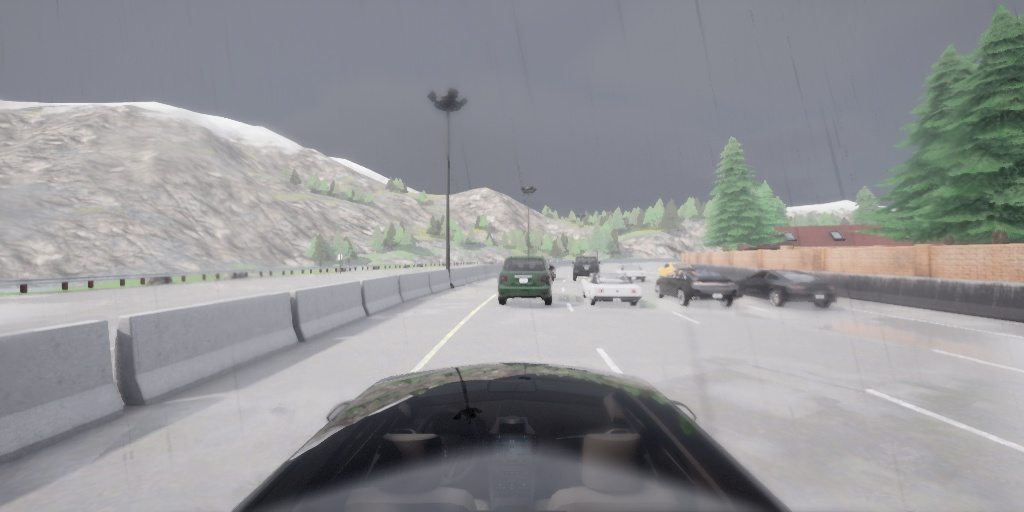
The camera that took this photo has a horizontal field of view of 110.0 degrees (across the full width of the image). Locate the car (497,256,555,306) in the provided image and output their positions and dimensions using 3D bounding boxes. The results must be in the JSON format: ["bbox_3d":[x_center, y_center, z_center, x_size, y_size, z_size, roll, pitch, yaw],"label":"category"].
[{"bbox_3d":[0.681,1.005,16.017,2.150,2.045,5.566,0,0,5],"label":"car"}]

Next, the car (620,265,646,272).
[{"bbox_3d":[9.592,1.364,29.074,1.895,1.301,4.718,0,0,11],"label":"car"}]

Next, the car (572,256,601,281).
[{"bbox_3d":[6.153,1.005,29.726,2.150,2.045,5.566,0,0,11],"label":"car"}]

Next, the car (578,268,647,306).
[{"bbox_3d":[4.166,1.363,15.690,1.895,1.301,4.718,0,0,5],"label":"car"}]

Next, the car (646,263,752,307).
[{"bbox_3d":[7.648,1.242,15.333,2.128,1.511,4.902,0,0,5],"label":"car"}]

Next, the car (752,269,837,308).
[{"bbox_3d":[11.133,1.280,15.006,1.812,1.442,4.674,0,0,5],"label":"car"}]
